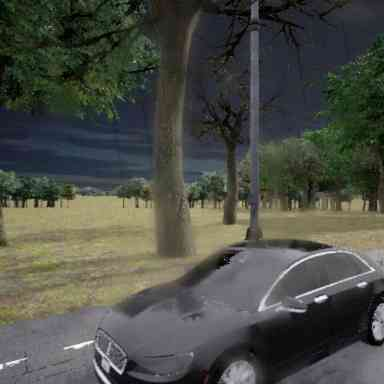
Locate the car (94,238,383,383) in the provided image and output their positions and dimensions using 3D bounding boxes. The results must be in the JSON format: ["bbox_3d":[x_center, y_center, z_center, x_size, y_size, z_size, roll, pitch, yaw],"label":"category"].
[{"bbox_3d":[1.105,1.506,4.777,4.892,1.490,1.837,0,0,-35],"label":"car"}]
